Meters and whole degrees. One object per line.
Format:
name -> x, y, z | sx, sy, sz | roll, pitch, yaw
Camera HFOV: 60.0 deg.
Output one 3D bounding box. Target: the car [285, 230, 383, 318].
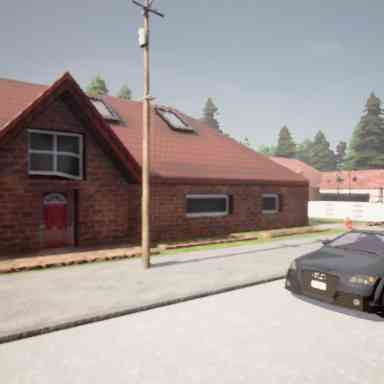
car -> 4.015, 1.573, 7.413 | 4.181, 1.385, 1.994 | 0, 0, -35
